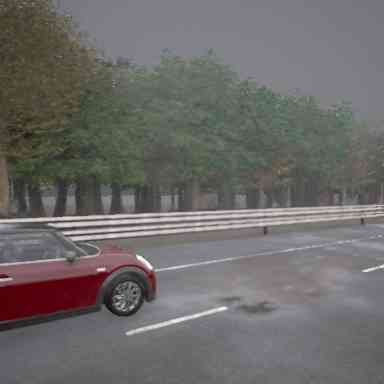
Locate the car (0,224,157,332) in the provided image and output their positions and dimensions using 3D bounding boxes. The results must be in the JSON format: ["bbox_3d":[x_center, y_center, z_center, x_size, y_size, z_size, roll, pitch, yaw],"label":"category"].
[{"bbox_3d":[-2.899,1.355,5.978,4.553,1.767,2.097,0,0,-36],"label":"car"}]
